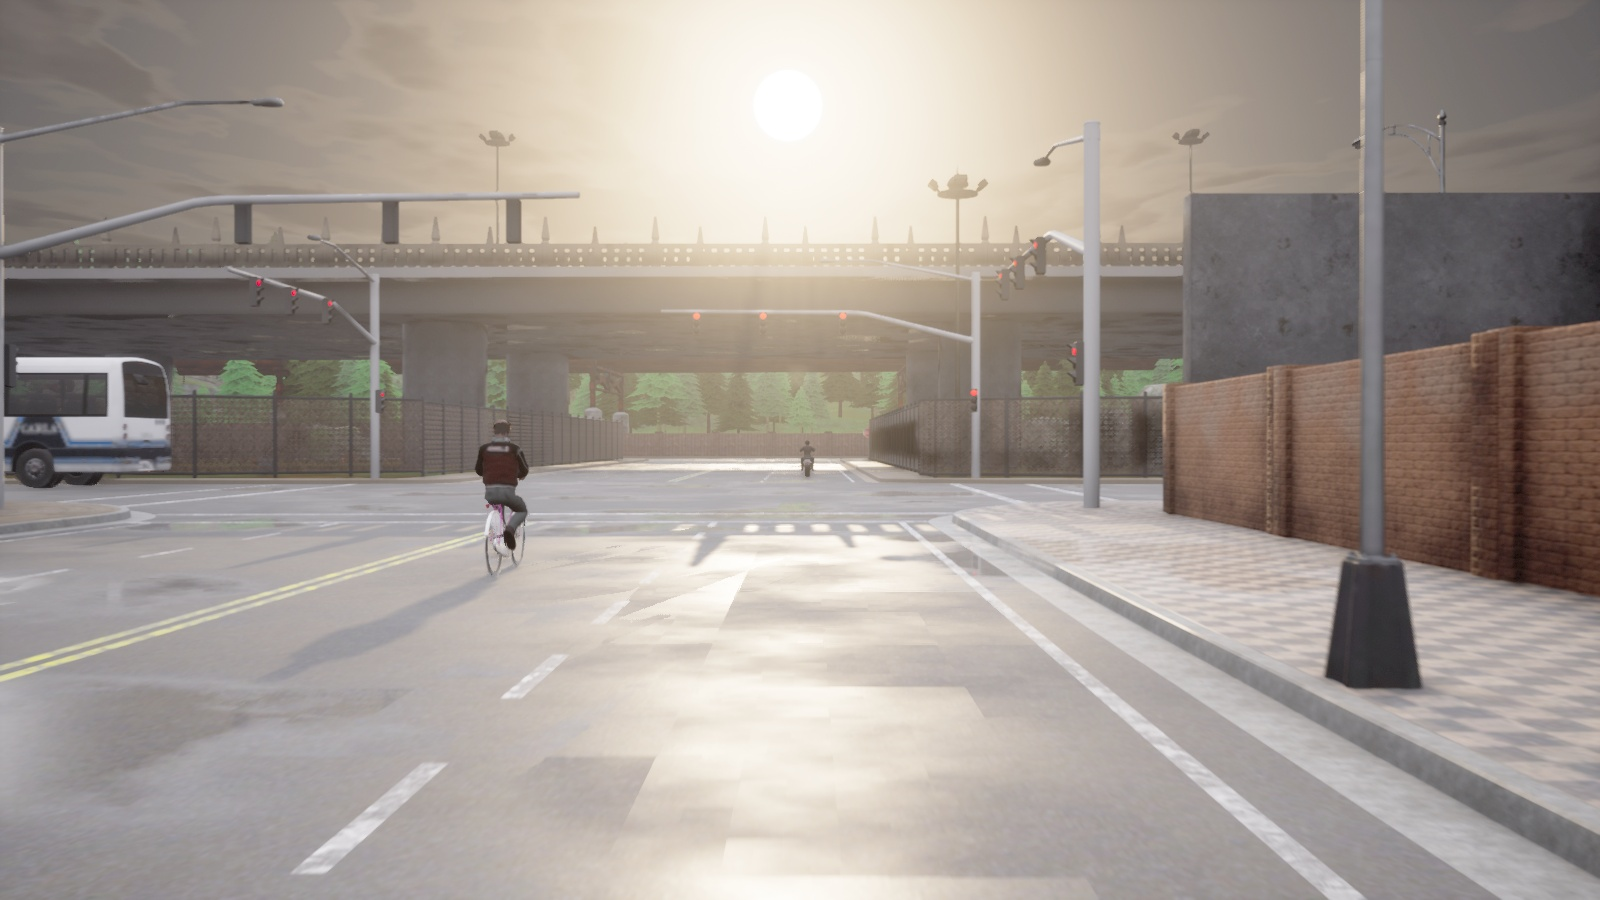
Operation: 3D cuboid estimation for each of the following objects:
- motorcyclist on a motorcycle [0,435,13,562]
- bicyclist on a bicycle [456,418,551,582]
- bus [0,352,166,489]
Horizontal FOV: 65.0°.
[{"bbox_3d":[-10.400,0.607,14.984,0.866,1.590,1.817,0,0,0],"label":"motorcyclist on a motorcycle"},{"bbox_3d":[-3.402,0.532,14.556,0.659,1.776,1.843,0,1,0],"label":"bicyclist on a bicycle"},{"bbox_3d":[-26.912,-0.939,41.159,10.273,4.253,3.944,0,0,0],"label":"bus"}]
